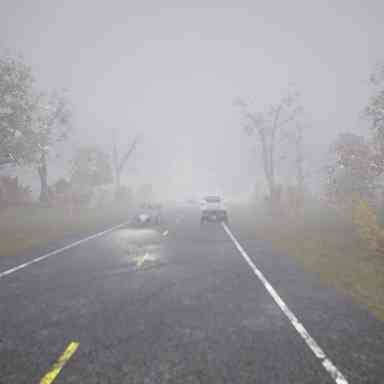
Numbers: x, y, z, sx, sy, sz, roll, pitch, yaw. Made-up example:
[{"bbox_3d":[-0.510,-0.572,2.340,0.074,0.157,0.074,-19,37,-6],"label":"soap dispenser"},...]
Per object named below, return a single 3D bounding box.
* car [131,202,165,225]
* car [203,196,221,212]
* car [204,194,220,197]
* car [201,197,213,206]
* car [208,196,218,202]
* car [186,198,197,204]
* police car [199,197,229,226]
[{"bbox_3d":[-3.065,1.505,24.086,2.128,1.511,4.902,0,0,2],"label":"car"},{"bbox_3d":[2.386,1.392,39.689,2.097,1.767,4.553,0,0,4],"label":"car"},{"bbox_3d":[2.028,1.254,33.787,2.150,2.045,5.566,0,0,3],"label":"car"},{"bbox_3d":[2.646,1.604,56.672,1.837,1.490,4.892,0,0,6],"label":"car"},{"bbox_3d":[5.128,1.621,79.191,2.033,1.411,5.357,0,0,7],"label":"car"},{"bbox_3d":[-0.074,1.737,64.524,1.895,1.301,4.718,0,0,6],"label":"car"},{"bbox_3d":[1.552,1.441,23.922,1.930,1.638,5.238,0,0,2],"label":"police car"}]
